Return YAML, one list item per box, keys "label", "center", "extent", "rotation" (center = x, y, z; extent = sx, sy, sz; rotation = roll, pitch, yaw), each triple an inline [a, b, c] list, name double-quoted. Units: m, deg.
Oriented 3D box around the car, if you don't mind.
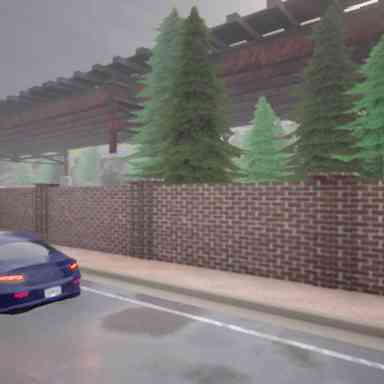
- label: "car"
  center: [-4.243, 1.545, 7.012]
  extent: [4.674, 1.442, 1.812]
  rotation: [0, 0, 35]
